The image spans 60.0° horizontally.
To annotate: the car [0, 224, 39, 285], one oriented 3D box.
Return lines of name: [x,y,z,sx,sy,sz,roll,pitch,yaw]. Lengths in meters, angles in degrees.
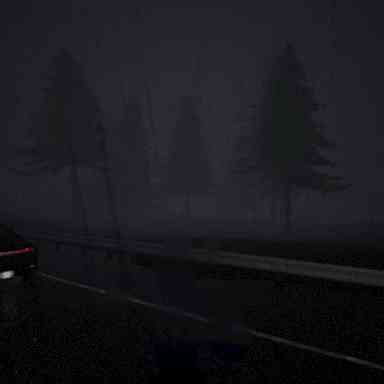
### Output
car: [-5.772,1.513,8.405,4.902,1.511,2.128,0,0,38]
